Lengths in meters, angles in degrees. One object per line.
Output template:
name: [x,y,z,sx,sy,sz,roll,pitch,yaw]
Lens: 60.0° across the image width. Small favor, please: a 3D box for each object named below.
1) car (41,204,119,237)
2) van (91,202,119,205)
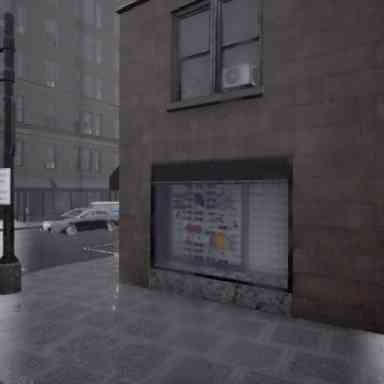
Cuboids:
car: [-6.513,1.724,19.963,2.128,1.511,4.902,0,0,35]
van: [-6.051,1.637,25.150,1.690,1.788,3.998,-1,-1,35]
